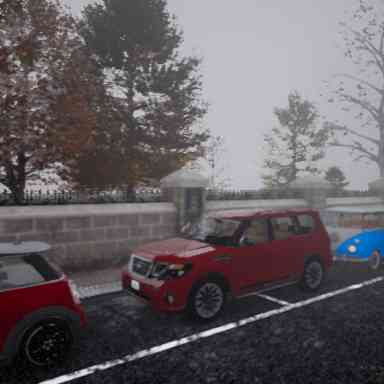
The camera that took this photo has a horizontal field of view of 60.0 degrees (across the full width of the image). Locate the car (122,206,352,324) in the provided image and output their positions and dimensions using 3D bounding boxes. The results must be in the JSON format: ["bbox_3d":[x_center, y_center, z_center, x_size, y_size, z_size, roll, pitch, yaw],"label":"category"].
[{"bbox_3d":[1.051,1.304,7.308,5.009,1.841,2.192,0,0,-35],"label":"car"}]

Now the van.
[{"bbox_3d":[5.635,1.317,10.577,3.998,1.788,1.690,0,0,-35],"label":"van"}]

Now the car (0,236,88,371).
[{"bbox_3d":[-3.533,1.441,4.038,4.097,1.590,1.967,0,0,-35],"label":"car"}]
